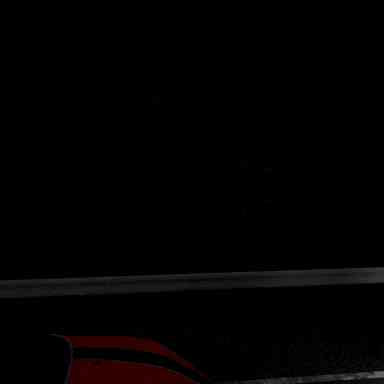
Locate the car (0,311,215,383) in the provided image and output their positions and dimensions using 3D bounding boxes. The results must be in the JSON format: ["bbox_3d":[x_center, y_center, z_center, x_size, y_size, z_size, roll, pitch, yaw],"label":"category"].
[{"bbox_3d":[-1.856,1.352,1.660,4.553,1.767,2.097,0,0,-6],"label":"car"}]
